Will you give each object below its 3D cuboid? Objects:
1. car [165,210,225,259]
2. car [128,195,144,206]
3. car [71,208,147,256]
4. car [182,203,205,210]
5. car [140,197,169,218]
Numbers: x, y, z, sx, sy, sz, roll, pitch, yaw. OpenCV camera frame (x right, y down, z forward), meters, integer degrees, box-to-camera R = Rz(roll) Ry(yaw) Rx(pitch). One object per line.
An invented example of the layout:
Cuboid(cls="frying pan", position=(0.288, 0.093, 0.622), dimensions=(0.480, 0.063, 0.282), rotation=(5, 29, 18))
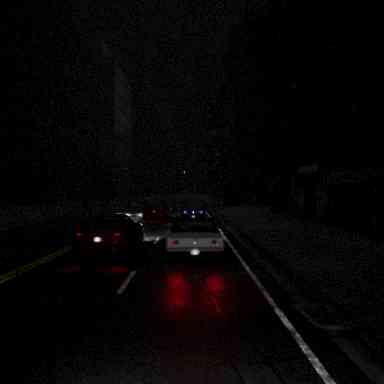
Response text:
Cuboid(cls="car", position=(0.098, 1.592, 12.589), dimensions=(1.895, 1.301, 4.718), rotation=(0, 0, 0))
Cuboid(cls="car", position=(-6.507, 1.140, 39.909), dimensions=(1.837, 1.490, 4.892), rotation=(0, 0, 0))
Cuboid(cls="car", position=(-3.153, 1.554, 13.084), dimensions=(1.994, 1.385, 4.181), rotation=(0, 0, 0))
Cuboid(cls="car", position=(0.095, 1.589, 27.709), dimensions=(1.895, 1.301, 4.718), rotation=(0, 0, 0))
Cuboid(cls="car", position=(-3.141, 1.465, 29.863), dimensions=(1.882, 1.535, 5.008), rotation=(0, 0, 0))
